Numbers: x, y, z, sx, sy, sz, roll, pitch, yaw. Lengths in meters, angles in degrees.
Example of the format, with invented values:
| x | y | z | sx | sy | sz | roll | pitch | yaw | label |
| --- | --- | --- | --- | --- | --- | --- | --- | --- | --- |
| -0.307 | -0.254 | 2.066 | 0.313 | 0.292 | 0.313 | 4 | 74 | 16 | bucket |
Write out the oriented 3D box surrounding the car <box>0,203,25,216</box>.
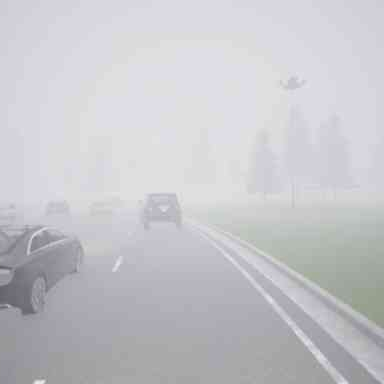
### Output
| x | y | z | sx | sy | sz | roll | pitch | yaw | label |
| --- | --- | --- | --- | --- | --- | --- | --- | --- | --- |
| -13.777 | 1.498 | 24.564 | 1.895 | 1.301 | 4.718 | -1 | 1 | -16 | car |

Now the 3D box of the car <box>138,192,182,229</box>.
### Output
| x | y | z | sx | sy | sz | roll | pitch | yaw | label |
| --- | --- | --- | --- | --- | --- | --- | --- | --- | --- |
| -2.044 | 1.039 | 20.463 | 2.150 | 2.045 | 5.566 | -1 | 0 | -12 | car |

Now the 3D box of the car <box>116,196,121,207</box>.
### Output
| x | y | z | sx | sy | sz | roll | pitch | yaw | label |
| --- | --- | --- | --- | --- | --- | --- | --- | --- | --- |
| -10.841 | 1.180 | 43.905 | 1.837 | 1.490 | 4.892 | 0 | 0 | -32 | car |

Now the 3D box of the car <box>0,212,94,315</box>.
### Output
| x | y | z | sx | sy | sz | roll | pitch | yaw | label |
| --- | --- | --- | --- | --- | --- | --- | --- | --- | --- |
| -3.798 | 1.455 | 7.360 | 2.128 | 1.511 | 4.902 | -1 | 0 | -5 | car |

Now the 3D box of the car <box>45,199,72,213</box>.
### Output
| x | y | z | sx | sy | sz | roll | pitch | yaw | label |
| --- | --- | --- | --- | --- | --- | --- | --- | --- | --- |
| -11.566 | 1.322 | 28.921 | 2.128 | 1.511 | 4.902 | -1 | 0 | -18 | car |

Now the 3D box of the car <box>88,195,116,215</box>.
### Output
| x | y | z | sx | sy | sz | roll | pitch | yaw | label |
| --- | --- | --- | --- | --- | --- | --- | --- | --- | --- |
| -8.278 | 1.264 | 30.128 | 1.882 | 1.535 | 5.008 | 0 | 0 | -18 | car |
